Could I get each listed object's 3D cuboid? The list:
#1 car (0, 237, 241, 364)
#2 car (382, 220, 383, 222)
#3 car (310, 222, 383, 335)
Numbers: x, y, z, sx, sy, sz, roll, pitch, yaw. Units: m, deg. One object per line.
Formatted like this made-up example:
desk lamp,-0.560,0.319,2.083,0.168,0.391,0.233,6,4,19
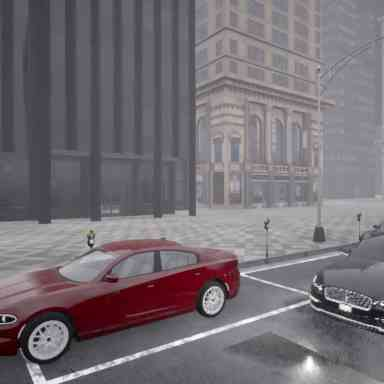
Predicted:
car,-1.155,1.544,5.830,4.507,1.381,1.887,0,0,-36
car,8.022,1.564,12.391,4.313,1.339,1.947,0,0,-36
car,4.296,1.504,6.449,4.892,1.490,1.837,0,0,-36
